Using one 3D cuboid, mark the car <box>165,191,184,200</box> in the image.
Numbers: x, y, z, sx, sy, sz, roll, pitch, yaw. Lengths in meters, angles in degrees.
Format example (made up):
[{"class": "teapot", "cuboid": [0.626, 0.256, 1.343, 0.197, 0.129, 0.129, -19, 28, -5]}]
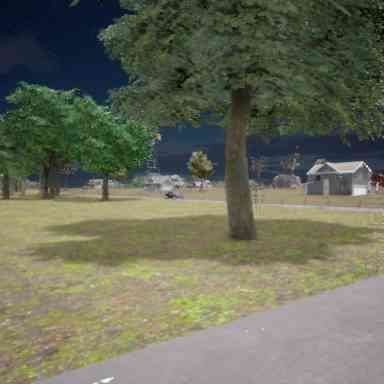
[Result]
[{"class": "car", "cuboid": [-3.318, 0.684, 62.104, 1.837, 1.490, 4.892, 1, 0, -36]}]
